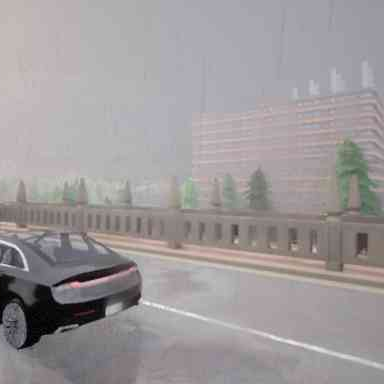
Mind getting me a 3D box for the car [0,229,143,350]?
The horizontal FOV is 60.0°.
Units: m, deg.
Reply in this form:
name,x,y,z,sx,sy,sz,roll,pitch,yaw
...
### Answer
name,x,y,z,sx,sy,sz,roll,pitch,yaw
car,-3.098,1.459,6.202,4.902,1.511,2.128,0,0,35
